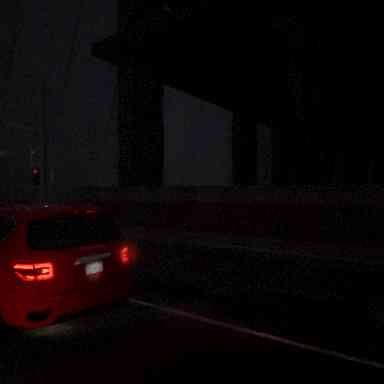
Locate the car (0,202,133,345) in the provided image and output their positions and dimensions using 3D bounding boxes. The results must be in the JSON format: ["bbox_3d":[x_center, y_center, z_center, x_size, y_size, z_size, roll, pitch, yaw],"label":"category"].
[{"bbox_3d":[-3.625,1.222,6.539,5.566,2.045,2.150,0,0,36],"label":"car"}]
